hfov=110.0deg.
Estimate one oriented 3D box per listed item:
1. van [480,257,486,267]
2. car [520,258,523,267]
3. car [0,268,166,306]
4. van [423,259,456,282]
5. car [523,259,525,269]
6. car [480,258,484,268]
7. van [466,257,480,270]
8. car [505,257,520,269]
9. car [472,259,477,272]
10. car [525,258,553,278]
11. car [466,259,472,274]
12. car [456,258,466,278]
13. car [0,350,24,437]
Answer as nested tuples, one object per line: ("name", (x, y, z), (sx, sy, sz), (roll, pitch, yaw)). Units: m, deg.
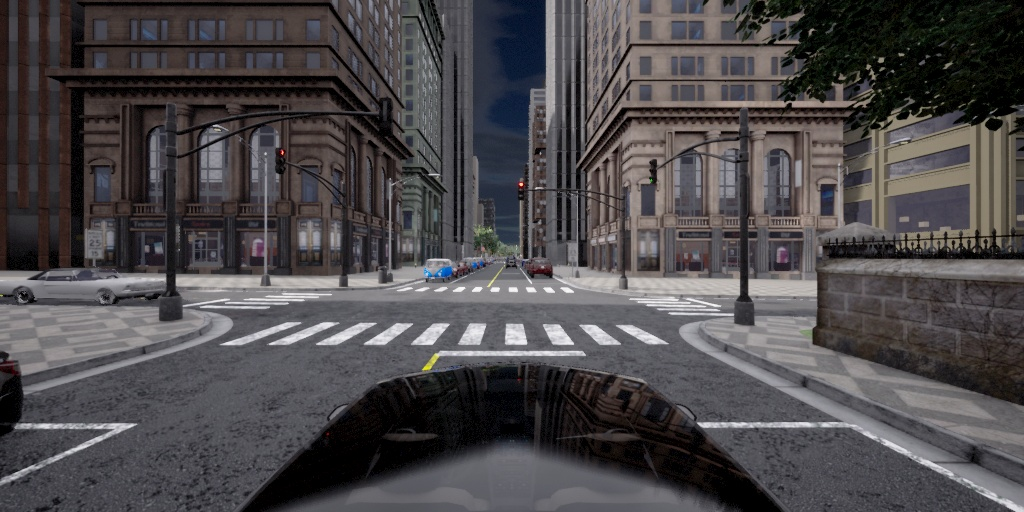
("van", (-5.892, 1.161, 61.078), (1.690, 1.789, 3.998), (0, 0, 0))
("car", (2.645, 1.361, 55.662), (2.007, 1.370, 4.403), (0, 0, 0))
("car", (-16.047, 1.130, 13.677), (4.718, 1.301, 1.895), (1, 0, 0))
("van", (-5.821, 1.110, 28.431), (1.690, 1.789, 3.998), (0, 0, 0))
("car", (2.681, 1.098, 39.340), (2.192, 1.841, 5.009), (0, 0, 0))
("car", (-5.880, 1.356, 55.637), (1.888, 1.381, 4.507), (0, 0, 0))
("van", (-5.869, 1.142, 50.195), (1.690, 1.789, 3.998), (0, 0, 0))
("car", (-0.074, 1.322, 59.089), (1.837, 1.490, 4.892), (0, 0, 1))
("car", (-5.857, 1.358, 44.754), (1.948, 1.339, 4.313), (0, 0, 0))
("car", (2.693, 1.090, 33.899), (2.192, 1.841, 5.009), (0, 0, 0))
("car", (-5.845, 1.329, 39.312), (1.888, 1.381, 4.507), (0, 0, 0))
("car", (-5.833, 1.215, 33.872), (1.967, 1.591, 4.097), (0, 0, 0))
("car", (-5.763, 1.316, 1.774), (1.948, 1.339, 4.313), (0, 0, 0))
